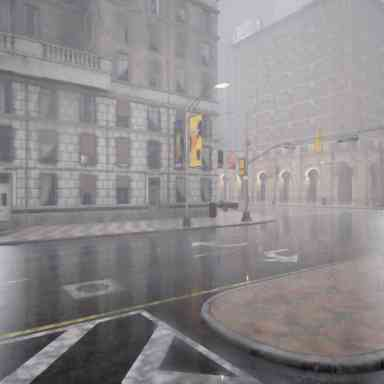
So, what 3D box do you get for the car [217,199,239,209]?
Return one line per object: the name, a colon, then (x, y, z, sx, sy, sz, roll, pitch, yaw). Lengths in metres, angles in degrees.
car: (4.027, 1.601, 43.907, 1.895, 1.301, 4.718, 0, 0, -36)
